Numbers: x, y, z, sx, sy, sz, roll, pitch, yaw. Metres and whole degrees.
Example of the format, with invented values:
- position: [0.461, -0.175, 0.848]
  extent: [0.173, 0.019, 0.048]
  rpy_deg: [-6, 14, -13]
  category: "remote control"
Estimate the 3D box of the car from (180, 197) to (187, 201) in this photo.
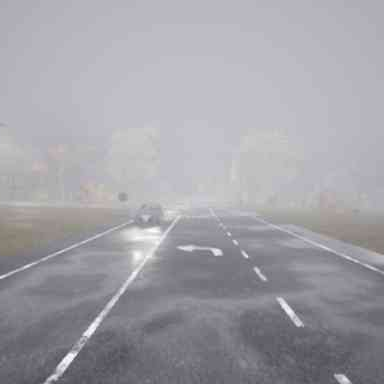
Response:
- position: [-2.419, 1.975, 95.142]
  extent: [1.994, 1.385, 4.181]
  rpy_deg: [0, 0, 0]
  category: "car"

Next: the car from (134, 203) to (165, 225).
- position: [-3.119, 1.598, 25.044]
  extent: [2.128, 1.511, 4.902]
  rpy_deg: [0, 0, 1]
  category: "car"
